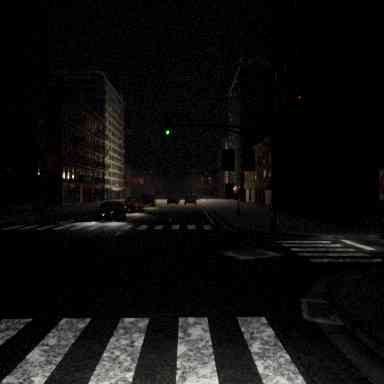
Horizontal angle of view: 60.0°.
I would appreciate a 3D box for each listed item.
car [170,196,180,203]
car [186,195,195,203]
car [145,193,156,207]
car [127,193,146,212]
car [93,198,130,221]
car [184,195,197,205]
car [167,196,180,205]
[{"bbox_3d":[-3.488,1.599,69.816,1.895,1.301,4.718,0,0,0],"label":"car"},{"bbox_3d":[-0.315,1.476,68.266,1.882,1.535,5.008,0,0,0],"label":"car"},{"bbox_3d":[-6.826,1.222,50.909,2.150,2.045,5.566,0,0,0],"label":"car"},{"bbox_3d":[-6.779,1.355,37.754,2.097,1.767,4.553,0,0,-1],"label":"car"},{"bbox_3d":[-6.729,1.508,27.662,1.837,1.490,4.892,0,0,0],"label":"car"},{"bbox_3d":[-0.269,1.351,58.234,2.097,1.767,4.553,0,0,0],"label":"car"},{"bbox_3d":[-3.427,1.477,59.663,1.882,1.535,5.008,0,0,0],"label":"car"}]
